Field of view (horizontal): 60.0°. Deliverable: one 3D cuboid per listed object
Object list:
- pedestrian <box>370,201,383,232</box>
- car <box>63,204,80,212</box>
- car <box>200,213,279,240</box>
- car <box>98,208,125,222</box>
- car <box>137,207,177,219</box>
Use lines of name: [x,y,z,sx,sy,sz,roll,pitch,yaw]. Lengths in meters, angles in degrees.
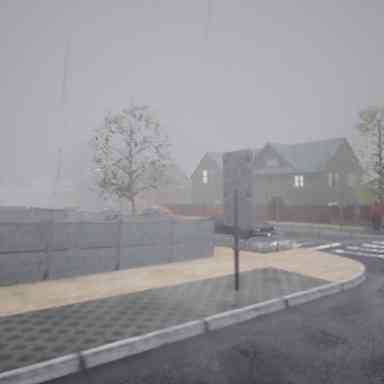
pedestrian: [10.452,1.345,18.870,0.375,1.860,0.375,-2,1,-36]
car: [-21.113,2.903,58.012,1.882,1.535,5.008,-1,-2,-36]
car: [2.546,1.939,19.859,2.033,1.411,5.357,-1,-1,-36]
car: [-8.699,2.415,35.603,1.994,1.385,4.181,-1,-1,-35]
car: [-2.907,2.178,27.487,1.994,1.385,4.181,-1,-1,-36]
